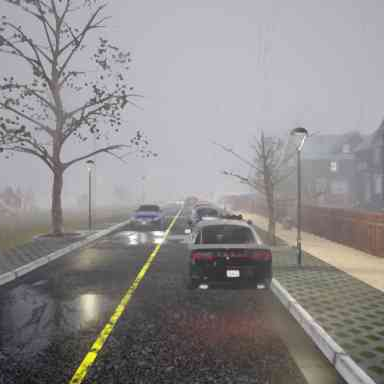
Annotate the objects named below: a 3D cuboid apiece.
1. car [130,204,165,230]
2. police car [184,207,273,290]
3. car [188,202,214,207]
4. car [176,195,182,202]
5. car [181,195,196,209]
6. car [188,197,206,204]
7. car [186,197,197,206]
[{"bbox_3d":[-2.765,1.528,21.470,1.812,1.442,4.674,0,0,0],"label":"car"},{"bbox_3d":[0.819,1.425,9.218,1.930,1.638,5.238,0,0,0],"label":"police car"},{"bbox_3d":[0.811,1.527,19.108,1.812,1.442,4.674,0,0,0],"label":"car"},{"bbox_3d":[-2.809,1.546,78.962,2.128,1.511,4.902,0,0,0],"label":"car"},{"bbox_3d":[-0.015,1.367,45.845,2.097,1.767,4.553,0,0,0],"label":"car"},{"bbox_3d":[0.807,1.459,25.298,1.801,1.575,5.366,0,0,0],"label":"car"},{"bbox_3d":[-0.042,1.551,56.936,1.812,1.442,4.674,0,0,0],"label":"car"}]
